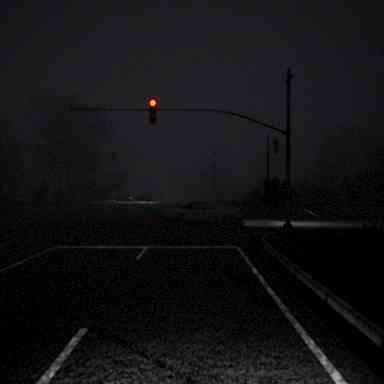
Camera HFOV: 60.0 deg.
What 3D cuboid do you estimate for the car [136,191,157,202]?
[{"bbox_3d":[-7.121,0.854,52.229,1.994,1.385,4.181,0,-1,0],"label":"car"}]

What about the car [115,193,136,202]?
[{"bbox_3d":[-10.624,0.837,52.134,2.033,1.411,5.357,0,-1,0],"label":"car"}]

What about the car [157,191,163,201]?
[{"bbox_3d":[-7.049,0.886,67.374,2.150,2.045,5.566,0,-2,0],"label":"car"}]

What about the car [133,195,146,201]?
[{"bbox_3d":[-10.545,1.266,67.465,1.895,1.301,4.718,0,-2,0],"label":"car"}]

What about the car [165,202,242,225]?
[{"bbox_3d":[0.780,1.277,20.840,4.718,1.301,1.895,0,1,6],"label":"car"}]
